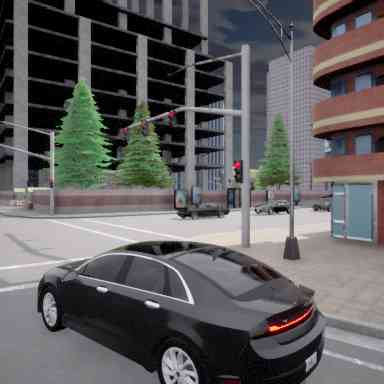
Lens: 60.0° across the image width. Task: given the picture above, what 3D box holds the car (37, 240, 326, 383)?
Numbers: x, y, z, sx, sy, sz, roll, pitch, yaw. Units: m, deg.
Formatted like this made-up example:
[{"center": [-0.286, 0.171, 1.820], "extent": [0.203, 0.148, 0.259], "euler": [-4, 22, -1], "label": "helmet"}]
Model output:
[{"center": [-0.585, 1.505, 5.050], "extent": [4.892, 1.490, 1.837], "euler": [0, 0, 41], "label": "car"}]

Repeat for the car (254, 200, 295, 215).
[{"center": [8.579, 1.547, 34.530], "extent": [4.902, 1.511, 2.128], "euler": [0, 0, -35], "label": "car"}]

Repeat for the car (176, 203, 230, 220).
[{"center": [0.987, 1.656, 29.111], "extent": [4.718, 1.301, 1.895], "euler": [0, 0, -36], "label": "car"}]

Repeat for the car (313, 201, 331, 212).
[{"center": [16.675, 1.407, 40.284], "extent": [4.553, 1.767, 2.097], "euler": [0, 0, -35], "label": "car"}]
